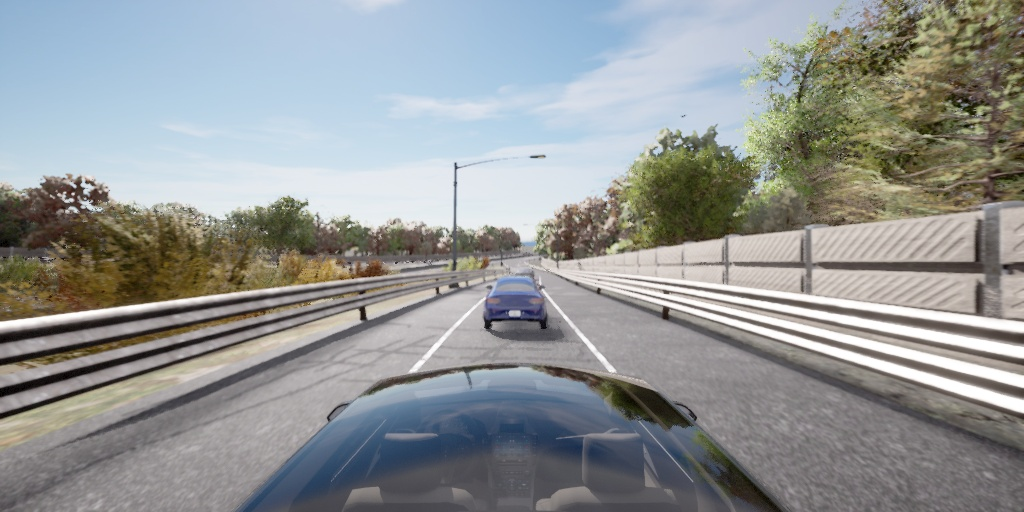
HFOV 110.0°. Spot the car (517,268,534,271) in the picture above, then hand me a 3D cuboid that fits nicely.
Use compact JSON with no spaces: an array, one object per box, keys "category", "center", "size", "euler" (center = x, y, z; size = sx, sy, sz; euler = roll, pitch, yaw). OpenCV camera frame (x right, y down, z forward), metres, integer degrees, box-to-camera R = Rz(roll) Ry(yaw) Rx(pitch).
[{"category":"car","center":[1.205,2.024,35.172],"size":[2.128,1.511,4.902],"euler":[0,-2,4]}]

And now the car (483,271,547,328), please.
[{"category":"car","center":[0.118,1.381,11.721],"size":[1.812,1.442,4.674],"euler":[0,-1,1]}]
